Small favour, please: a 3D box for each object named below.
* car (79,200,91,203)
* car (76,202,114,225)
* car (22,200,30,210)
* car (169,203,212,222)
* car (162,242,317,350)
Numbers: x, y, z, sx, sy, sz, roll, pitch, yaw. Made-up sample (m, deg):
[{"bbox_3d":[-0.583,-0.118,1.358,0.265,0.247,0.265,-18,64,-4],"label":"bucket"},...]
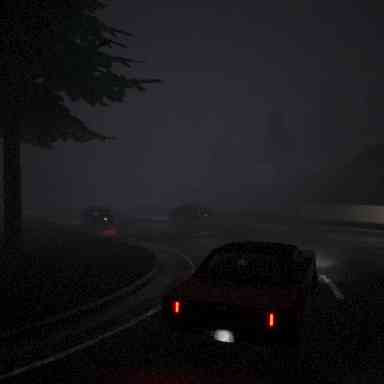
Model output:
[{"bbox_3d":[-20.998,2.486,66.709,2.033,1.411,5.357,-1,-1,-21],"label":"car"},{"bbox_3d":[-7.976,1.885,27.817,1.837,1.490,4.892,-1,0,-32],"label":"car"},{"bbox_3d":[-31.840,2.422,62.562,2.097,1.767,4.553,-1,0,-21],"label":"car"},{"bbox_3d":[-0.228,1.719,28.650,2.128,1.511,4.902,-1,-1,-34],"label":"car"},{"bbox_3d":[1.317,1.630,6.473,1.895,1.301,4.718,-1,0,24],"label":"car"}]
